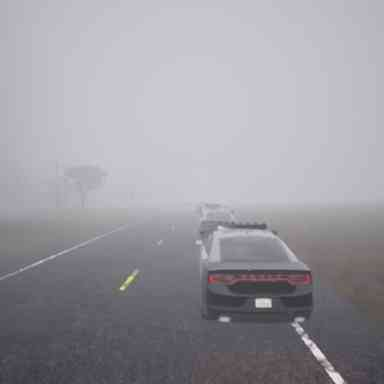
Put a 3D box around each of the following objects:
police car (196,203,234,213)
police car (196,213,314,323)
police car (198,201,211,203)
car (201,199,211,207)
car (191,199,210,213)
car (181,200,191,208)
[{"bbox_3d":[1.308,1.604,17.585,1.930,1.638,5.238,0,-1,1],"label":"police car"},{"bbox_3d":[1.117,1.503,7.621,1.930,1.638,5.238,0,-1,1],"label":"police car"},{"bbox_3d":[1.480,1.665,23.562,1.930,1.638,5.238,0,-1,2],"label":"police car"},{"bbox_3d":[2.694,2.157,64.197,1.812,1.442,4.674,0,-1,5],"label":"car"},{"bbox_3d":[1.375,1.992,44.394,2.033,1.411,5.357,0,-1,4],"label":"car"},{"bbox_3d":[-0.917,2.180,62.048,1.994,1.385,4.181,0,-1,5],"label":"car"}]
